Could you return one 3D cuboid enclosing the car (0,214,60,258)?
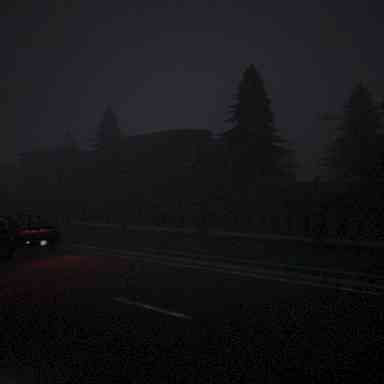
[{"bbox_3d":[-7.312,1.639,13.410,4.902,1.511,2.128,-1,0,36],"label":"car"}]
